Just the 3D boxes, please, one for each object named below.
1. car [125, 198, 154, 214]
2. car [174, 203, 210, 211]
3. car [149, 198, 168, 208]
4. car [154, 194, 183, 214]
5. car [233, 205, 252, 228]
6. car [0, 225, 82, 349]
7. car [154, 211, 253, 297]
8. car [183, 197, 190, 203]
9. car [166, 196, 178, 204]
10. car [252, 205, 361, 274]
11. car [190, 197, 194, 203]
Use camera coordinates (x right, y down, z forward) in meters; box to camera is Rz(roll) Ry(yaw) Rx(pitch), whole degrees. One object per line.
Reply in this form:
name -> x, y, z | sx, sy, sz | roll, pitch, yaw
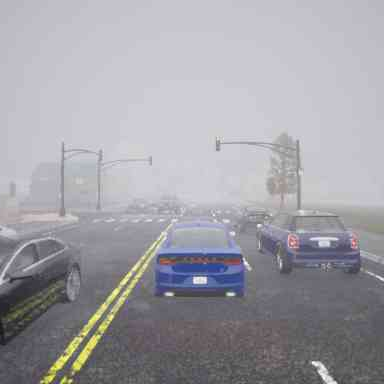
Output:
car -> -5.814, 1.404, 36.188 | 2.097, 1.767, 4.553 | 0, 0, 2
car -> 0.323, 1.565, 18.439 | 2.033, 1.411, 5.357 | 0, 0, 1
car -> -5.093, 1.636, 51.060 | 2.033, 1.411, 5.357 | 0, 0, 3
car -> -2.530, 1.275, 37.055 | 2.150, 2.045, 5.566 | 0, 0, 2
car -> 3.614, 1.523, 19.871 | 1.837, 1.490, 4.892 | 0, 0, 1
car -> -3.313, 1.496, 5.391 | 2.128, 1.511, 4.902 | 0, 0, 0
car -> 0.168, 1.484, 8.626 | 1.882, 1.535, 5.008 | 0, 0, 0
car -> -1.812, 1.687, 51.462 | 1.895, 1.301, 4.718 | 0, 0, 3
car -> -3.998, 1.640, 66.714 | 1.837, 1.490, 4.892 | 0, 0, 5
car -> 3.449, 1.359, 10.719 | 2.097, 1.767, 4.553 | 0, 0, 1
car -> -0.786, 1.730, 66.129 | 1.895, 1.301, 4.718 | 0, 0, 5
